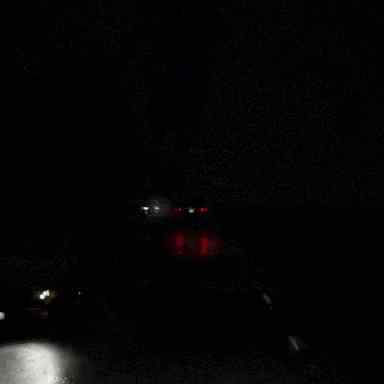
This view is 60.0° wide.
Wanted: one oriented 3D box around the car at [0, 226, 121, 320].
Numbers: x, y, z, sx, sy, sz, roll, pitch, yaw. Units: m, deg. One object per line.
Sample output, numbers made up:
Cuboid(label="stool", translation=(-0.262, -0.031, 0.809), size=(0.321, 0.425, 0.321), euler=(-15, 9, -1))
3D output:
Cuboid(label="car", translation=(-3.038, 1.548, 7.854), size=(2.033, 1.411, 5.357), euler=(0, 0, 0))

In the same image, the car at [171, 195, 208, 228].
Cuboid(label="car", translation=(-0.130, 1.242, 22.723), size=(2.150, 2.045, 5.566), euler=(0, 0, -2))

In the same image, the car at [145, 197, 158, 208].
Cuboid(label="car", translation=(-6.185, 1.528, 50.663), size=(1.882, 1.535, 5.008), euler=(0, -1, -9))
